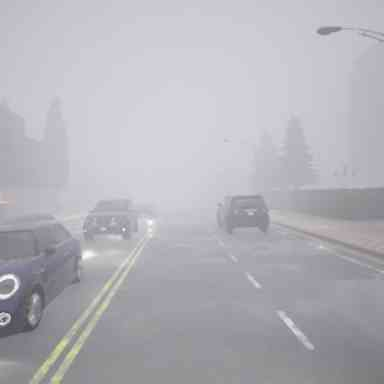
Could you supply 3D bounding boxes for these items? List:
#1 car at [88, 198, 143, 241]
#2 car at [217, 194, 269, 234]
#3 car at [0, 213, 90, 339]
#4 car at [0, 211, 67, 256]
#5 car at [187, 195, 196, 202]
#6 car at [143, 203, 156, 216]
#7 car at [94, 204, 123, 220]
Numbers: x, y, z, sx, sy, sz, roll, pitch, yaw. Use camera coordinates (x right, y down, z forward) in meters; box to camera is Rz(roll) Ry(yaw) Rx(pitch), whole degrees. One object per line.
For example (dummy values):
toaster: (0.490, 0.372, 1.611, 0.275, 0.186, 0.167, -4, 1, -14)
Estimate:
car: (-4.286, 1.404, 18.430, 2.150, 2.045, 5.566, -2, 0, -2)
car: (2.781, 1.179, 19.091, 2.150, 2.045, 5.566, -2, 0, -3)
car: (-3.804, 1.494, 6.954, 2.097, 1.767, 4.553, -2, 0, -5)
car: (-7.661, 1.794, 15.637, 1.837, 1.490, 4.892, -2, 0, -2)
car: (-0.006, 1.692, 85.530, 2.128, 1.511, 4.902, -2, 0, -2)
car: (-4.927, 1.837, 35.219, 1.895, 1.301, 4.718, -2, 0, -2)
car: (-8.384, 1.951, 33.966, 1.895, 1.301, 4.718, -2, 0, -2)
